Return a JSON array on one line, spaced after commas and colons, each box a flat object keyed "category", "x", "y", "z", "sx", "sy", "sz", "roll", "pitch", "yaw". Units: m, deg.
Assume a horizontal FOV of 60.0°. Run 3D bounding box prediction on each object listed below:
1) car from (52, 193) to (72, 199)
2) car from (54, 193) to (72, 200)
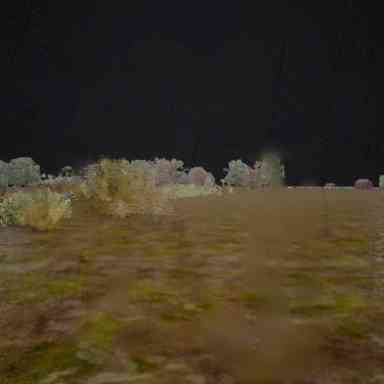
[{"category": "car", "x": -27.391, "y": 0.801, "z": 70.230, "sx": 1.895, "sy": 1.301, "sz": 4.718, "roll": 0, "pitch": 0, "yaw": 9}, {"category": "car", "x": -25.182, "y": 1.141, "z": 64.827, "sx": 2.128, "sy": 1.511, "sz": 4.902, "roll": 0, "pitch": 0, "yaw": 9}]
